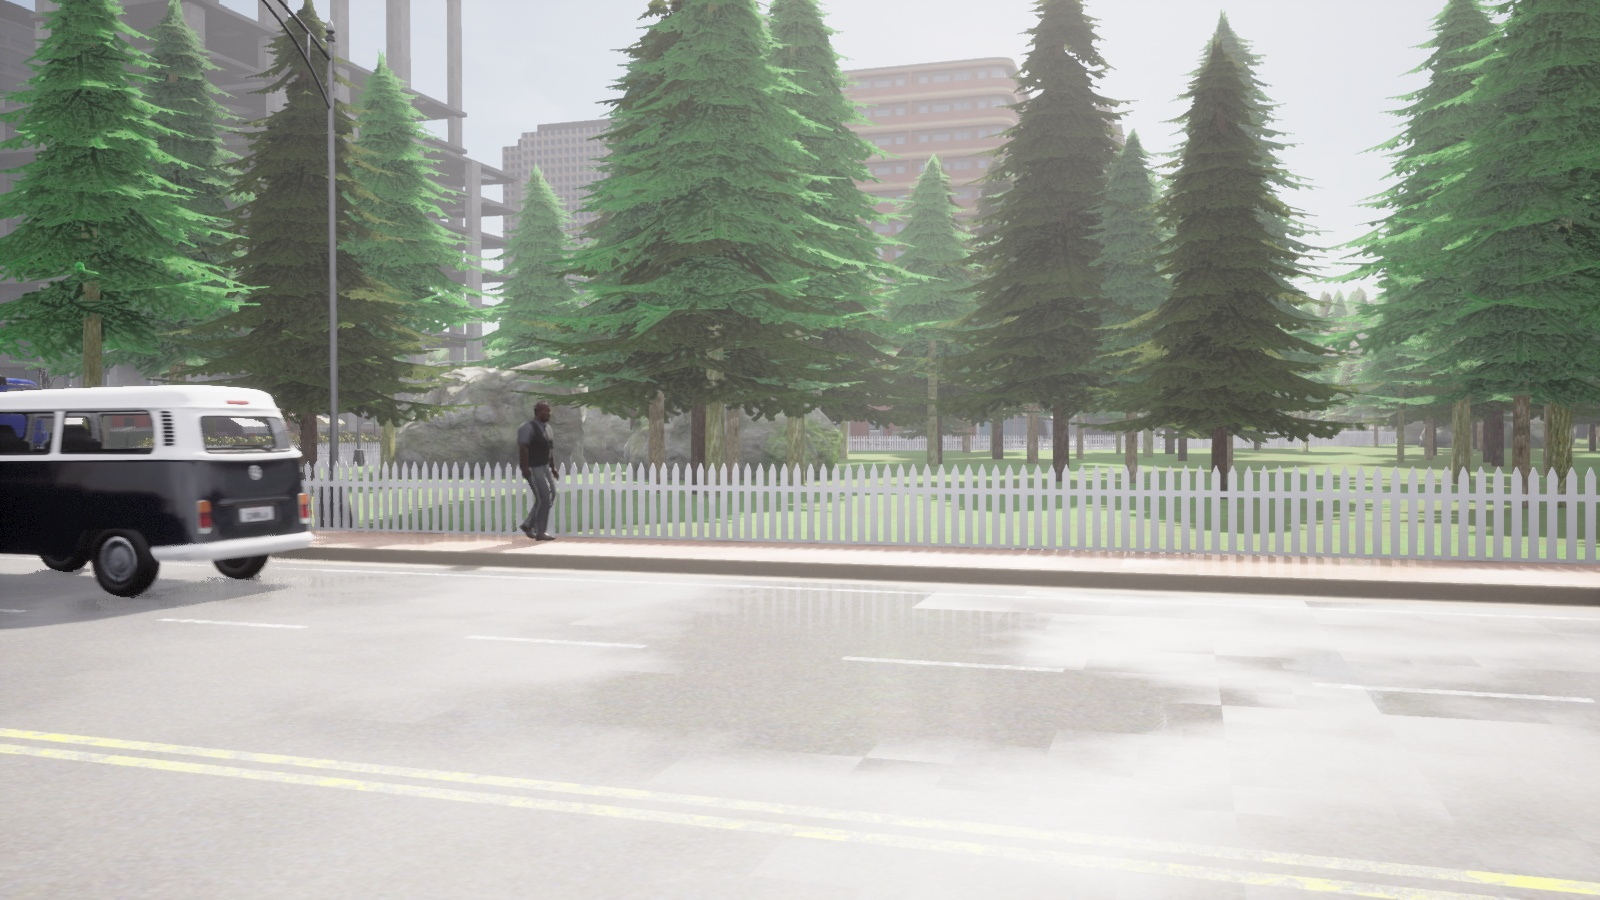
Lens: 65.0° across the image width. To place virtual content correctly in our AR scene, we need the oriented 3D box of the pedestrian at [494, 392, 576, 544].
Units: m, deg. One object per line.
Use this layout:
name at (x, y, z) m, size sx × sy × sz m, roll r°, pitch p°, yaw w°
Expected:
pedestrian at (-3.372, 0.217, 15.982) m, size 0.849 × 1.883 × 0.563 m, roll 1°, pitch 1°, yaw 17°

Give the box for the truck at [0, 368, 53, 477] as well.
truck at (-27.365, -0.873, 38.352) m, size 2.891 × 3.462 × 7.936 m, roll 0°, pitch 1°, yaw 17°

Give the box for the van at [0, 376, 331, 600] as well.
van at (-7.437, 0.313, 13.078) m, size 4.480 × 2.038 × 2.069 m, roll 1°, pitch 1°, yaw 19°
